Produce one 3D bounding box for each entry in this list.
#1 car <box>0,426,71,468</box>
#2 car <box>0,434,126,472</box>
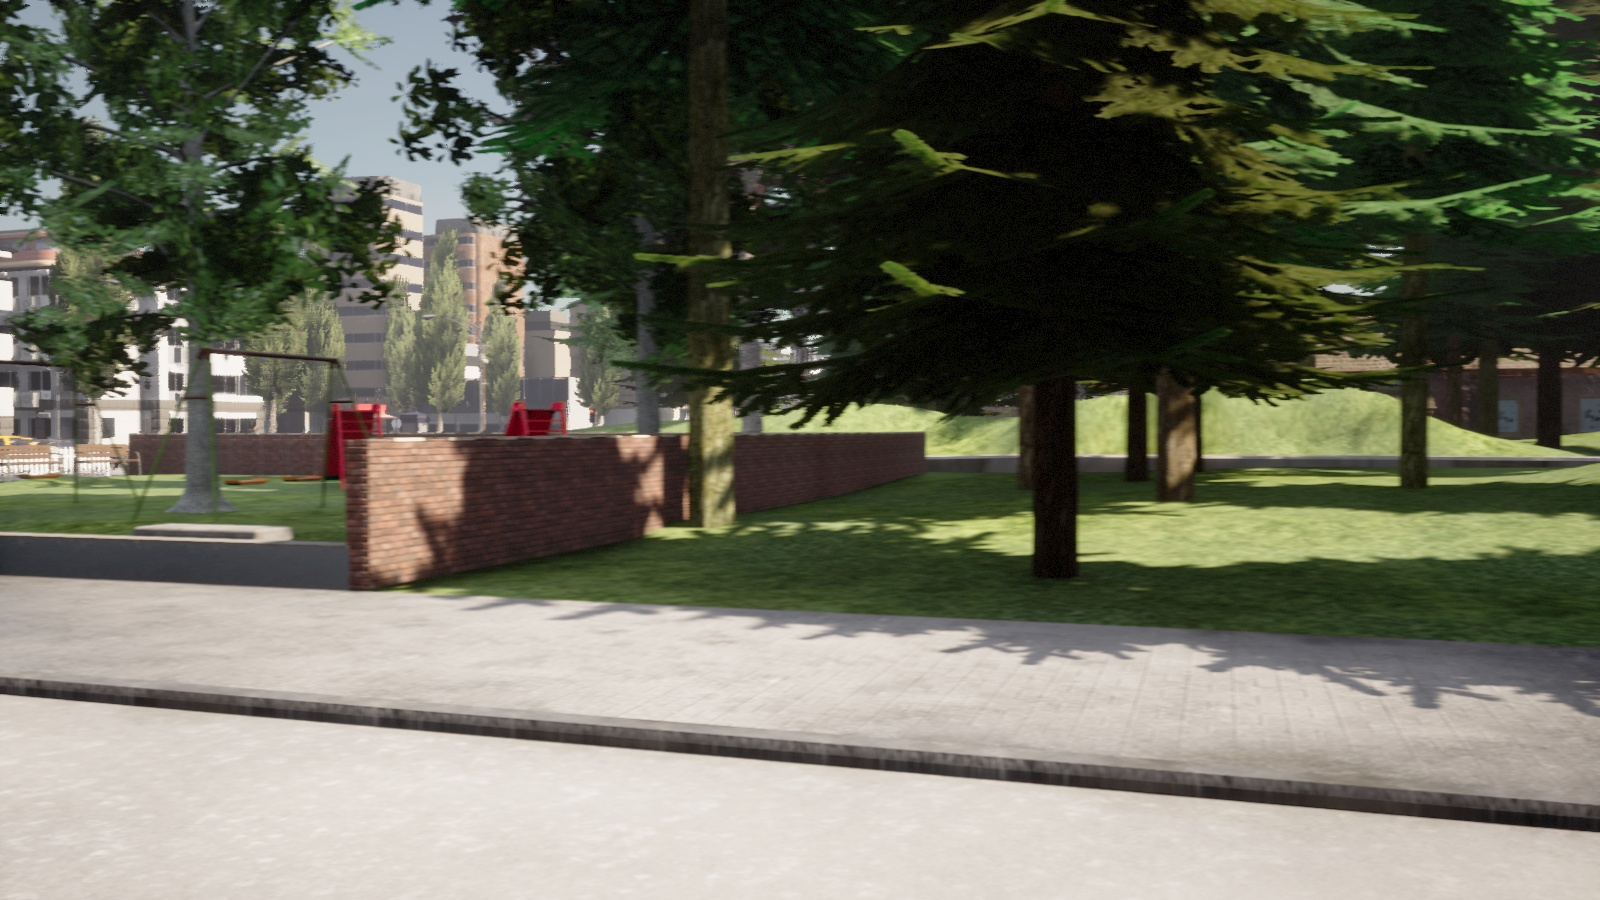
[{"bbox_3d":[-30.634,-0.138,47.556,1.801,1.575,5.366,1,1,19],"label":"car"},{"bbox_3d":[-27.105,0.071,45.513,1.895,1.301,4.718,1,1,19],"label":"car"}]
